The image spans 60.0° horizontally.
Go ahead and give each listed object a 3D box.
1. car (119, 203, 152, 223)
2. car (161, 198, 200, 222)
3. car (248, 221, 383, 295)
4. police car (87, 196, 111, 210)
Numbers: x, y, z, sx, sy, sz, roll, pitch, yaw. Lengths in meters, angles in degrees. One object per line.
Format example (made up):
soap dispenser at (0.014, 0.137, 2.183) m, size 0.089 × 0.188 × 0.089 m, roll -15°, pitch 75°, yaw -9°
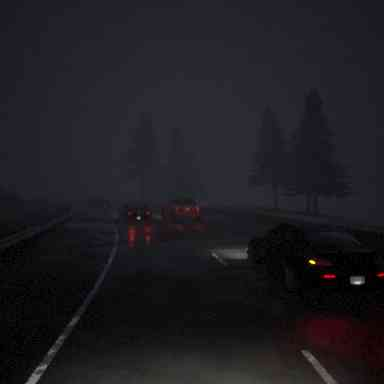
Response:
car at (-4.379, 1.495, 24.981) m, size 1.895 × 1.301 × 4.718 m, roll 0°, pitch 0°, yaw -19°
car at (-0.979, 1.234, 25.610) m, size 2.097 × 1.767 × 4.553 m, roll 0°, pitch 0°, yaw -18°
car at (2.859, 1.477, 8.538) m, size 1.812 × 1.442 × 4.674 m, roll 0°, pitch 0°, yaw -6°
police car at (-11.196, 1.269, 39.838) m, size 1.930 × 1.638 × 5.238 m, roll 0°, pitch 1°, yaw -29°
